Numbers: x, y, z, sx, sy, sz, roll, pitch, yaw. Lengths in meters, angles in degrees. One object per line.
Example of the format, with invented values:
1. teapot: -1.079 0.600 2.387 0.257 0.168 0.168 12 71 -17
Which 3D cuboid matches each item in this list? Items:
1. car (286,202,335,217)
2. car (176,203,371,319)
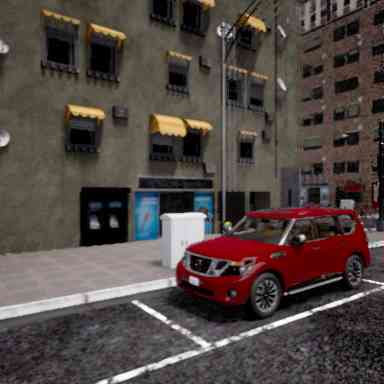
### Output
1. car: 12.313 1.812 34.899 1.887 1.381 4.507 -1 0 -36
2. car: 2.091 1.323 7.592 5.009 1.841 2.192 0 0 -35
